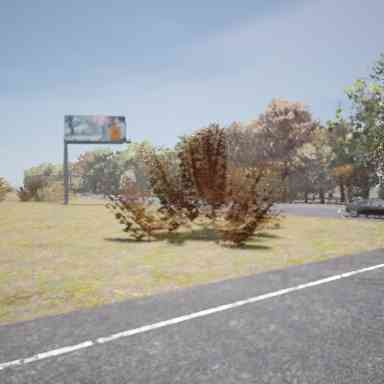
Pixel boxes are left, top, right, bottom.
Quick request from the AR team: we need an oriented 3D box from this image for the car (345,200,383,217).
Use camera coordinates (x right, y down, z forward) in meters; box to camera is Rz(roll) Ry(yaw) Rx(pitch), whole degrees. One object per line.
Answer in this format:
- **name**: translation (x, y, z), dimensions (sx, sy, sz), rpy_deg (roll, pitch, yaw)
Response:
- **car**: translation (15.092, 1.386, 27.196), dimensions (2.128, 1.511, 4.902), rpy_deg (0, 0, -34)
